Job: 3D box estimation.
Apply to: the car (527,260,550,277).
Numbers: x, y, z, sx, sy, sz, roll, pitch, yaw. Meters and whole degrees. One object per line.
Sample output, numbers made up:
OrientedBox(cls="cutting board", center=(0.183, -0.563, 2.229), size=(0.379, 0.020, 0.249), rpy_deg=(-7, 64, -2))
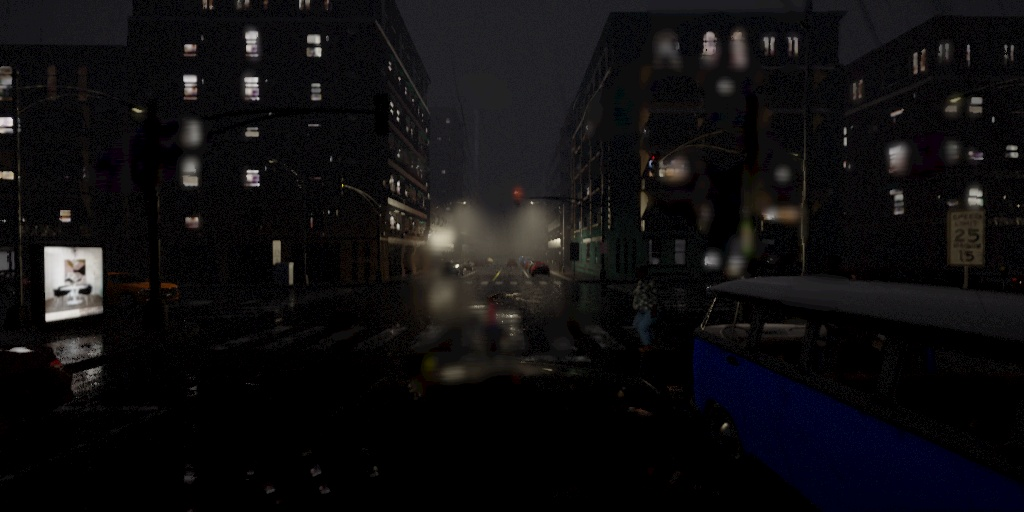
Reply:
OrientedBox(cls="car", center=(2.694, 1.273, 34.602), size=(1.802, 1.307, 4.207), rpy_deg=(0, 0, 0))

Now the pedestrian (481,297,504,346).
OrientedBox(cls="pedestrian", center=(-0.429, 1.032, 7.964), size=(0.375, 1.860, 0.375), rpy_deg=(0, 1, 0))

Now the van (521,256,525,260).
OrientedBox(cls="van", center=(2.698, 1.002, 56.695), size=(1.690, 1.789, 3.998), rpy_deg=(0, 0, 0))

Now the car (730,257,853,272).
OrientedBox(cls="car", center=(14.799, 0.972, 19.157), size=(4.892, 1.490, 1.837), rpy_deg=(-1, 1, 0))

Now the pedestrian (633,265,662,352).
OrientedBox(cls="pedestrian", center=(2.765, 1.033, 7.365), size=(0.375, 1.860, 0.375), rpy_deg=(0, 1, 0))

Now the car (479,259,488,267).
OrientedBox(cls="car", center=(-5.682, 1.199, 62.232), size=(1.888, 1.381, 4.507), rpy_deg=(0, 0, 0))

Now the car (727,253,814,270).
OrientedBox(cls="car", center=(15.775, 0.744, 21.758), size=(5.009, 1.841, 2.192), rpy_deg=(0, 0, 0))

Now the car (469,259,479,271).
OrientedBox(cls="car", center=(-5.685, 1.241, 45.662), size=(1.948, 1.339, 4.313), rpy_deg=(0, 0, 0))

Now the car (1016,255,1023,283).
OrientedBox(cls="car", center=(30.877, 0.713, 19.263), size=(5.008, 1.535, 1.882), rpy_deg=(-1, 1, 0))

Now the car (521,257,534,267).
OrientedBox(cls="car", center=(2.697, 1.213, 51.171), size=(1.888, 1.381, 4.507), rpy_deg=(0, 0, 0))

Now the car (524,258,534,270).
OrientedBox(cls="car", center=(2.695, 1.249, 40.125), size=(1.948, 1.339, 4.313), rpy_deg=(0, 0, 0))

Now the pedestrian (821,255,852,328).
OrientedBox(cls="pedestrian", center=(6.042, 0.881, 6.742), size=(0.375, 1.860, 0.375), rpy_deg=(0, 1, 0))

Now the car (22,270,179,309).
OrientedBox(cls="car", center=(-17.617, 1.448, 15.724), size=(5.008, 1.535, 1.882), rpy_deg=(0, 1, -2))

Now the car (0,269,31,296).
OrientedBox(cls="car", center=(-30.258, 1.536, 21.567), size=(4.097, 1.591, 1.967), rpy_deg=(0, 0, 0))

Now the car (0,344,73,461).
OrientedBox(cls="car", center=(-5.693, 1.331, 2.210), size=(1.802, 1.307, 4.207), rpy_deg=(0, 0, 0))

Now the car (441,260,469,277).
OrientedBox(cls="car", center=(-5.687, 1.257, 34.615), size=(1.948, 1.339, 4.313), rpy_deg=(0, 0, 0))

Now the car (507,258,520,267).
OrientedBox(cls="car", center=(0.009, 1.178, 64.057), size=(1.812, 1.442, 4.674), rpy_deg=(0, 0, 0))

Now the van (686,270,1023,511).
OrientedBox(cls="van", center=(2.689, 1.090, 2.207), size=(1.690, 1.789, 3.998), rpy_deg=(0, 0, 0))

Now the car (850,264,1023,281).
OrientedBox(cls="car", center=(15.795, 1.076, 13.378), size=(4.313, 1.339, 1.948), rpy_deg=(0, 0, 0))

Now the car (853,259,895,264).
OrientedBox(cls="car", center=(21.346, 0.893, 21.798), size=(4.507, 1.381, 1.888), rpy_deg=(0, 0, 0))
